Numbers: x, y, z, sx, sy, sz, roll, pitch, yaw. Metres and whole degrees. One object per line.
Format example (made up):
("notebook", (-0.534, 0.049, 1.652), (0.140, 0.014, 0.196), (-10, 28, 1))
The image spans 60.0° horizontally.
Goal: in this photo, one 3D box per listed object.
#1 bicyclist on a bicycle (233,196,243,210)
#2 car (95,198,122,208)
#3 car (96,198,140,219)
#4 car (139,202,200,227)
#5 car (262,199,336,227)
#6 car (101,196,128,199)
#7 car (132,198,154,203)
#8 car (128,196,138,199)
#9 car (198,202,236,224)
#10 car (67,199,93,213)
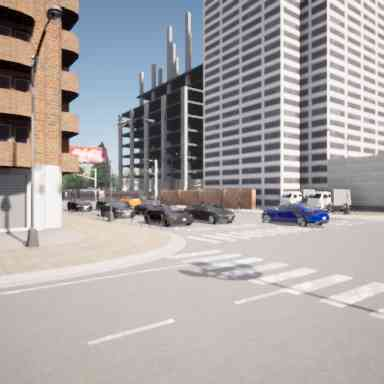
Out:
("bicyclist on a bicycle", (5.477, 1.350, 39.655), (1.656, 1.620, 0.582), (0, 0, -36))
("car", (-12.649, 1.598, 50.158), (2.033, 1.411, 5.357), (0, 0, -36))
("car", (-6.856, 1.578, 30.320), (1.812, 1.442, 4.674), (0, 0, -36))
("car", (-1.687, 1.617, 23.262), (1.994, 1.385, 4.181), (0, 0, -36))
("car", (7.119, 1.529, 23.366), (1.882, 1.535, 5.008), (1, 0, -33))
("car", (-10.070, 1.407, 40.614), (2.097, 1.767, 4.553), (0, 0, -36))
("car", (-4.051, 1.616, 32.400), (1.994, 1.385, 4.181), (0, 0, -36))
("car", (-9.811, 1.402, 52.207), (2.097, 1.767, 4.553), (0, 0, -36))
("car", (1.218, 1.557, 25.219), (1.837, 1.490, 4.892), (0, 0, -36))
("car", (-13.132, 1.545, 38.876), (2.128, 1.511, 4.902), (0, 0, -36))
